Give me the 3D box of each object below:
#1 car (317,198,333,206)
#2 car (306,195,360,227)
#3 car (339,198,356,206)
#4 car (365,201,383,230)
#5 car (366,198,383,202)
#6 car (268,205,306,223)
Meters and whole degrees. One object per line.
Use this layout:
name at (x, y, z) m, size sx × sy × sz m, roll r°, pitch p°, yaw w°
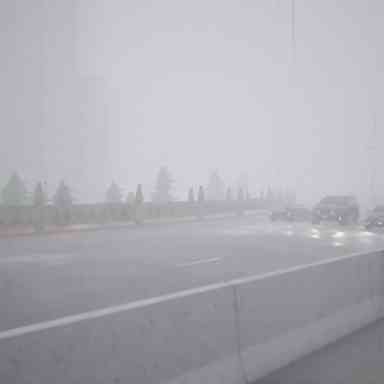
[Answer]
car at (25.568, 1.844, 64.053) m, size 2.033 × 1.411 × 5.357 m, roll 0°, pitch -1°, yaw 12°
car at (10.427, 1.272, 23.935) m, size 2.150 × 2.045 × 5.566 m, roll 0°, pitch 0°, yaw 39°
car at (28.643, 1.799, 61.503) m, size 1.837 × 1.490 × 4.892 m, roll 0°, pitch 0°, yaw 12°
car at (12.185, 1.535, 20.649) m, size 1.837 × 1.490 × 4.892 m, roll 0°, pitch 0°, yaw 40°
car at (30.933, 1.719, 56.342) m, size 1.837 × 1.490 × 4.892 m, roll 0°, pitch 0°, yaw 16°
car at (7.803, 1.672, 26.223) m, size 1.895 × 1.301 × 4.718 m, roll 0°, pitch 0°, yaw 39°
